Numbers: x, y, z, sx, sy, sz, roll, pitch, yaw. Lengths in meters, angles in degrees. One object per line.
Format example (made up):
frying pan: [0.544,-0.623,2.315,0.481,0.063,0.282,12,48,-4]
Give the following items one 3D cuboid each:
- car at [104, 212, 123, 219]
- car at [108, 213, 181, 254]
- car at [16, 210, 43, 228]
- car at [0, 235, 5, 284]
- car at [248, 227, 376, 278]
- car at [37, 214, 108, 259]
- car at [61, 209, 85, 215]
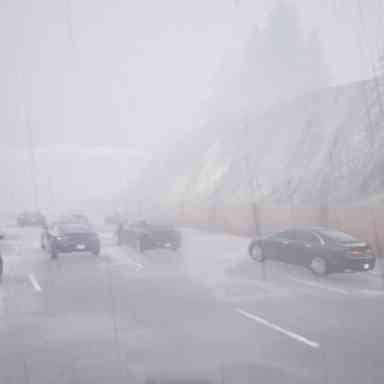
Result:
car: [-6.350,2.459,29.541,1.895,1.301,4.718,3,-2,-31]
car: [-2.281,2.008,16.081,1.837,1.490,4.892,3,-2,-31]
car: [-13.433,2.187,27.738,1.994,1.385,4.181,3,-2,-31]
car: [-6.443,1.700,9.429,1.812,1.442,4.674,3,-2,-31]
car: [4.102,2.037,12.260,1.837,1.490,4.892,3,-2,-31]
car: [-5.321,1.896,14.369,1.812,1.442,4.674,3,-2,-31]
car: [-10.696,2.292,29.974,1.812,1.442,4.674,3,-2,-31]
